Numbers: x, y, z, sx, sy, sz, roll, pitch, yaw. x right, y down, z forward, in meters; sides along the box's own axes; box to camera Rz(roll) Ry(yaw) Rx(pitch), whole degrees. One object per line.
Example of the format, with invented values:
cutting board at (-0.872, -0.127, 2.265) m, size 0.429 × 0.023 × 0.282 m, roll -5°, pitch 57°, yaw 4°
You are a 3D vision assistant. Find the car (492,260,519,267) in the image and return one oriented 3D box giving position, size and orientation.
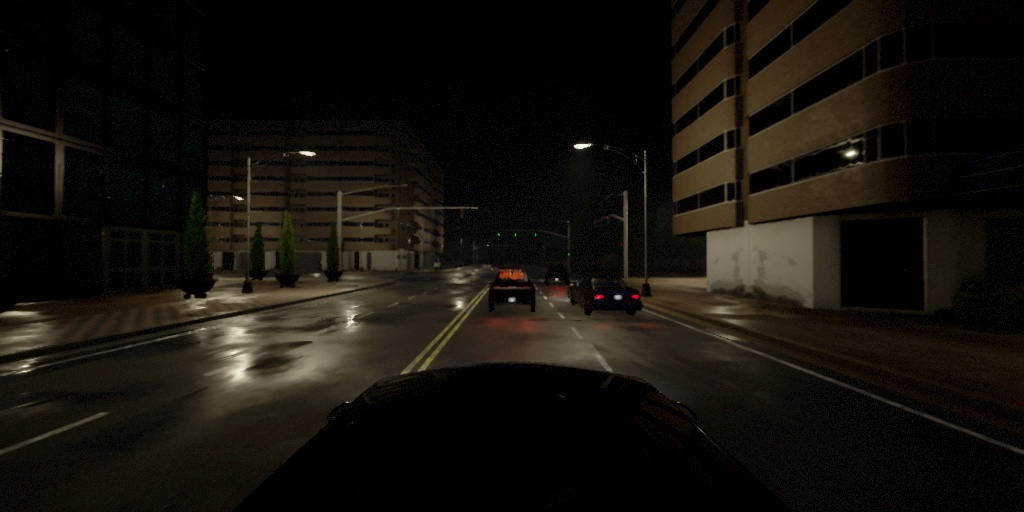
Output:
car at (-0.342, 1.407, 30.193) m, size 2.097 × 1.767 × 4.553 m, roll 0°, pitch 0°, yaw -8°

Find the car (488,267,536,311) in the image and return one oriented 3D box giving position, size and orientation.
car at (0.013, 1.393, 15.331) m, size 2.128 × 1.511 × 4.902 m, roll 0°, pitch 0°, yaw 0°

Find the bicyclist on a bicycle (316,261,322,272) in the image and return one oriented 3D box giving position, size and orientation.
bicyclist on a bicycle at (-28.015, 1.550, 52.143) m, size 0.582 × 1.620 × 1.656 m, roll 0°, pitch 0°, yaw 0°

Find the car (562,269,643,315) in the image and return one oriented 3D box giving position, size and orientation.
car at (3.504, 1.437, 14.350) m, size 2.033 × 1.411 × 5.357 m, roll 0°, pitch -1°, yaw 0°

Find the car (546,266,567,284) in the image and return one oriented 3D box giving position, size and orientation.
car at (3.901, 1.568, 30.261) m, size 1.837 × 1.490 × 4.892 m, roll 0°, pitch 0°, yaw 10°
